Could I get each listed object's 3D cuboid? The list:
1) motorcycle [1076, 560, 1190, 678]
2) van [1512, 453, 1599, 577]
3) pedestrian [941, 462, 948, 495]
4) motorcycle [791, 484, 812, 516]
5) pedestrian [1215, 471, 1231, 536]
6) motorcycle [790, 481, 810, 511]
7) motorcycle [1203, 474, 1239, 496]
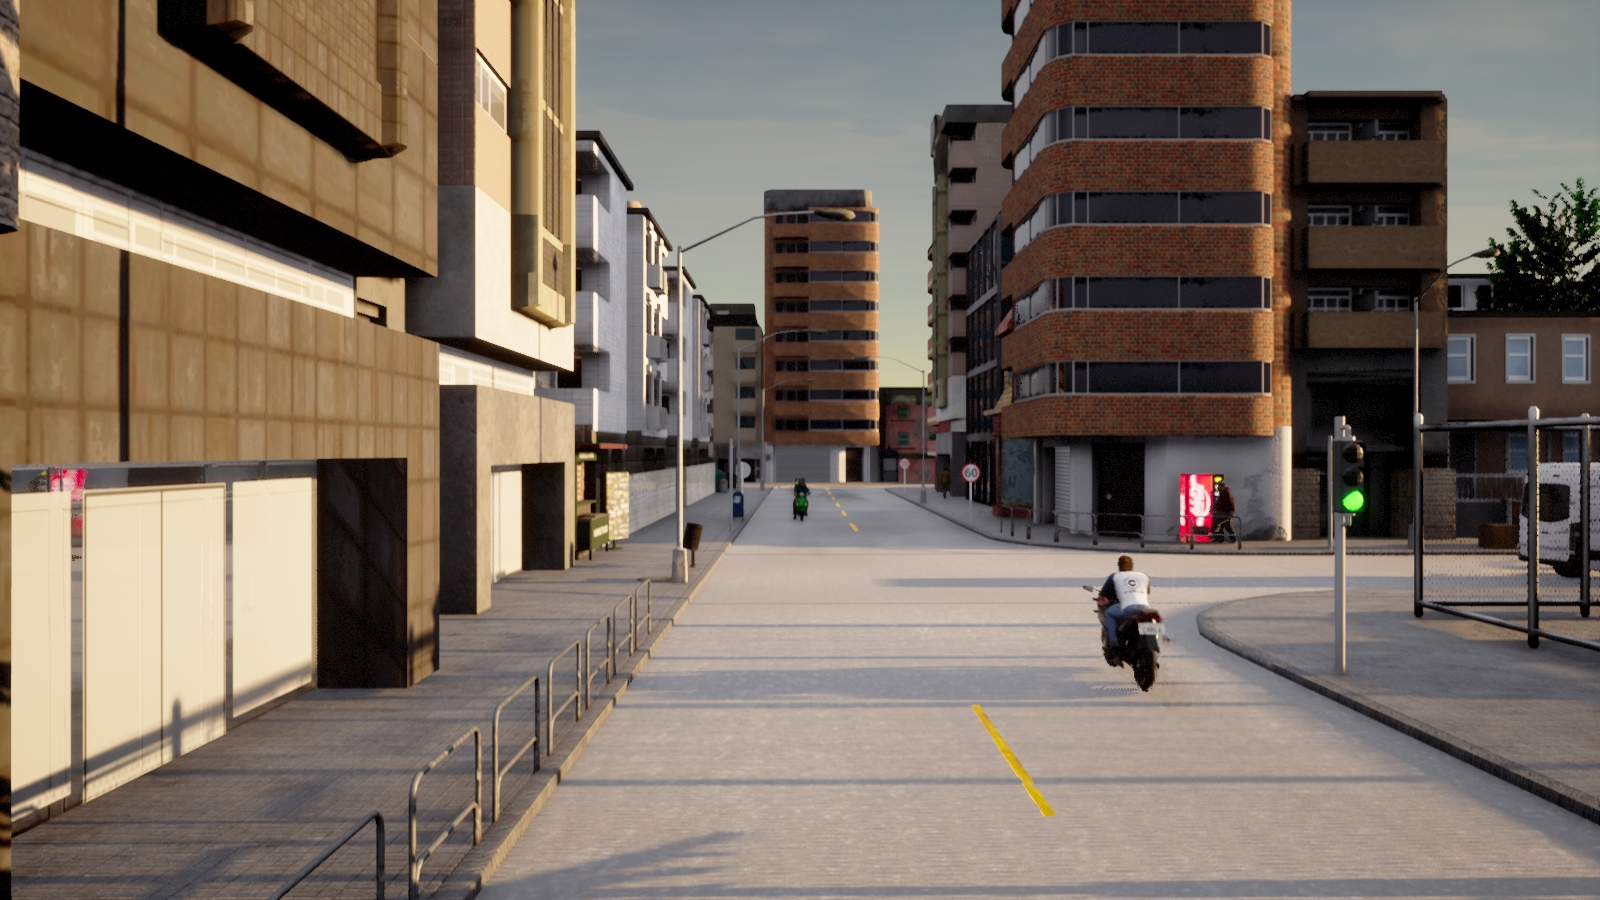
[{"bbox_3d":[4.017,2.009,13.953,0.803,1.145,2.033,0,0,0],"label":"motorcycle"},{"bbox_3d":[18.896,1.340,24.583,5.915,2.561,1.988,0,0,0],"label":"van"},{"bbox_3d":[8.171,1.589,64.493,0.375,1.860,0.375,0,0,6],"label":"pedestrian"},{"bbox_3d":[0.064,2.010,46.521,0.856,1.236,1.805,0,0,0],"label":"motorcycle"},{"bbox_3d":[12.229,1.550,33.022,0.375,1.860,0.375,0,0,10],"label":"pedestrian"},{"bbox_3d":[0.019,2.013,50.389,0.856,1.236,1.805,0,0,0],"label":"motorcycle"},{"bbox_3d":[24.540,2.030,66.577,1.805,1.236,0.856,0,0,2],"label":"motorcycle"}]
